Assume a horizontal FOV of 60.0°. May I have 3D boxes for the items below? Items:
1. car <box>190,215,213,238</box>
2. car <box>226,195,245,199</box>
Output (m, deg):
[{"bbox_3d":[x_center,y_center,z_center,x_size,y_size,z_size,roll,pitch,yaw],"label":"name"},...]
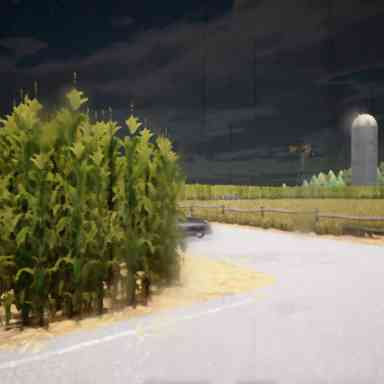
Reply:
[{"bbox_3d":[-1.206,1.543,17.173,2.033,1.411,5.357,0,0,-35],"label":"car"},{"bbox_3d":[8.550,1.426,66.241,5.008,1.535,1.882,0,0,-35],"label":"car"}]
